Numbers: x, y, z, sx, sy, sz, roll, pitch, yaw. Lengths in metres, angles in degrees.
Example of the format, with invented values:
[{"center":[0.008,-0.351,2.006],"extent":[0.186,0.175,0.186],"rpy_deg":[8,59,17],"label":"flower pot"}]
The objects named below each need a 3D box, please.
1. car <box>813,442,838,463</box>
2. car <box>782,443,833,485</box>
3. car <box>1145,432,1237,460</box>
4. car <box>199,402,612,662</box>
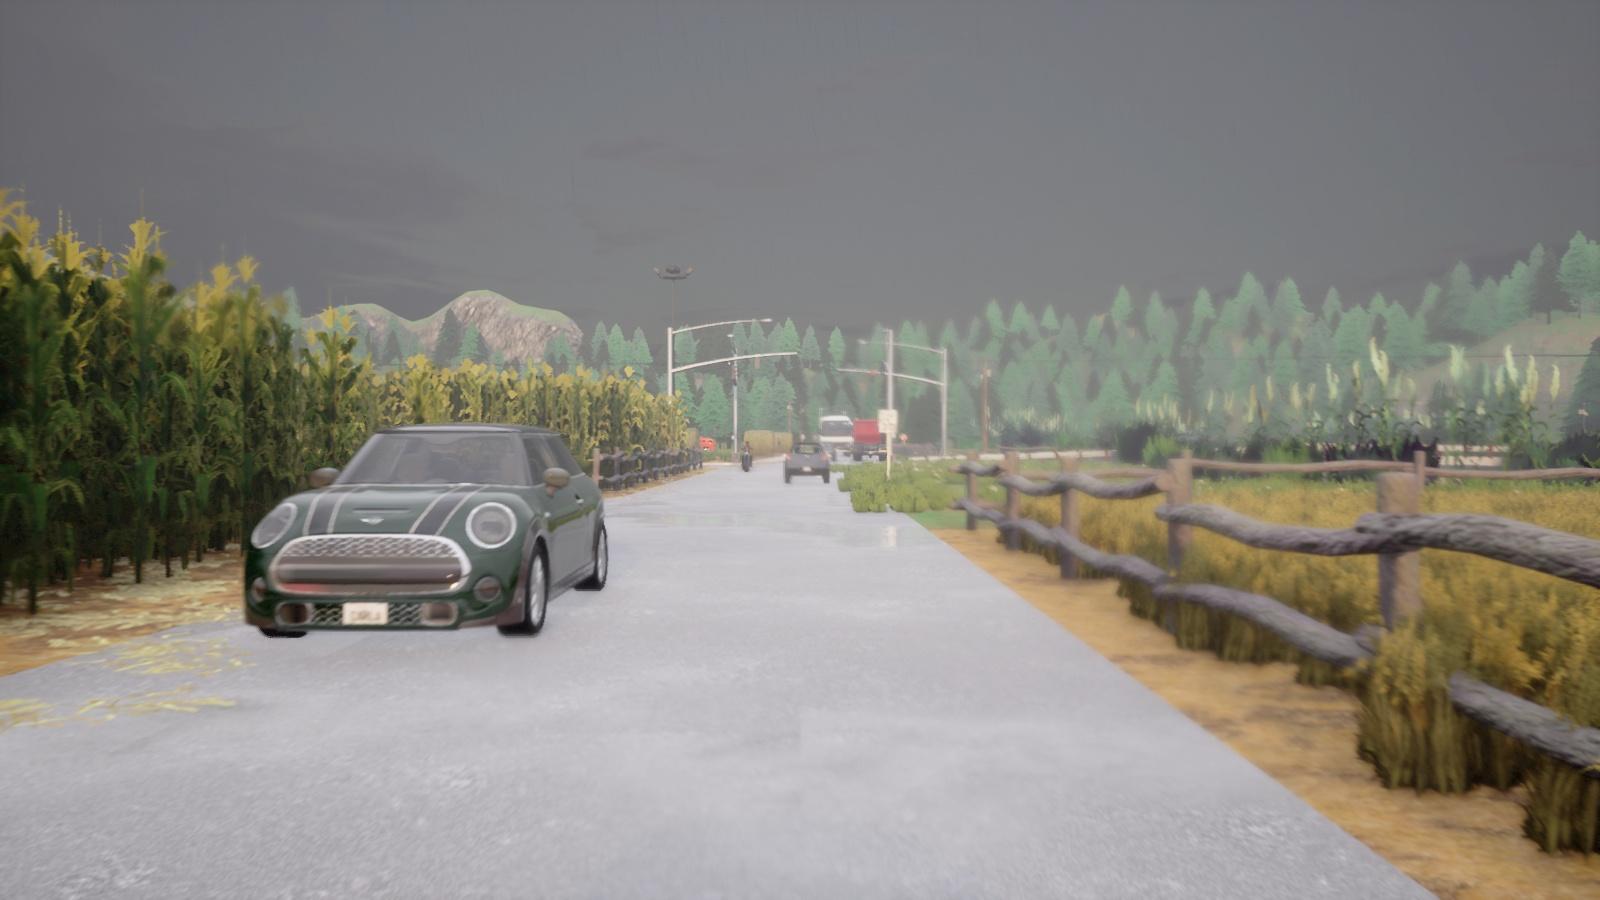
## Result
[{"center":[1.989,0.141,97.029],"extent":[1.789,1.549,3.705],"rpy_deg":[0,1,3],"label":"car"},{"center":[0.283,0.497,47.080],"extent":[1.845,1.501,3.633],"rpy_deg":[0,0,0],"label":"car"},{"center":[23.587,-0.256,75.968],"extent":[5.008,1.535,1.882],"rpy_deg":[-2,0,6],"label":"car"},{"center":[-3.023,0.542,10.814],"extent":[2.097,1.767,4.553],"rpy_deg":[0,0,0],"label":"car"}]
